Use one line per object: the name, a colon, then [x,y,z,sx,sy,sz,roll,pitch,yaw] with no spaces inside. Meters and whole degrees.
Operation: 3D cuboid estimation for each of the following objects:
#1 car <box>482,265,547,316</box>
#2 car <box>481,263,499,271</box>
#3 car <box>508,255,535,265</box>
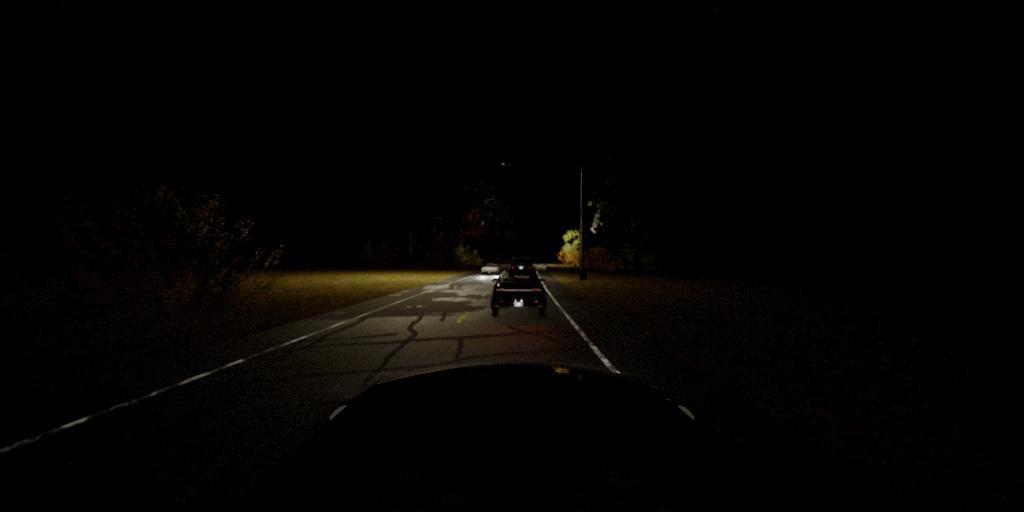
car: [0.260,1.290,13.605,2.128,1.511,4.902,0,0,1]
car: [-2.367,1.499,41.492,1.895,1.301,4.718,0,0,3]
car: [0.857,1.090,31.969,2.150,2.045,5.566,0,0,3]
